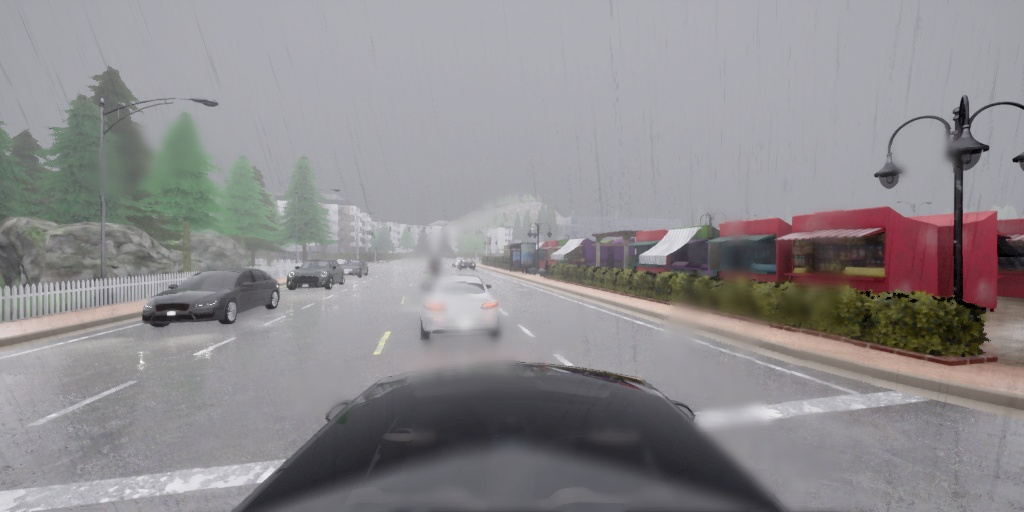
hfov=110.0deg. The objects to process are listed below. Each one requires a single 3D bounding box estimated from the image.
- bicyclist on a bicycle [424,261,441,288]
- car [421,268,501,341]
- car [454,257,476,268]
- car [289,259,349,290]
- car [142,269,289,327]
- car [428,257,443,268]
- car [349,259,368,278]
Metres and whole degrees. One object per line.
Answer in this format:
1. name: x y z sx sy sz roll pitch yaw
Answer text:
1. bicyclist on a bicycle: -4.293 1.078 19.589 0.582 1.620 1.656 0 1 25
2. car: -1.468 1.225 9.737 1.812 1.442 4.674 0 0 -12
3. car: -5.587 1.046 43.729 1.895 1.301 4.718 0 0 -13
4. car: -11.374 0.965 21.059 2.097 1.767 4.553 0 0 -13
5. car: -9.179 1.190 11.457 1.837 1.490 4.892 0 0 -13
6. car: -10.814 0.897 50.793 1.837 1.490 4.892 0 0 -13
7. car: -13.564 1.032 30.683 2.128 1.511 4.902 0 0 -13
